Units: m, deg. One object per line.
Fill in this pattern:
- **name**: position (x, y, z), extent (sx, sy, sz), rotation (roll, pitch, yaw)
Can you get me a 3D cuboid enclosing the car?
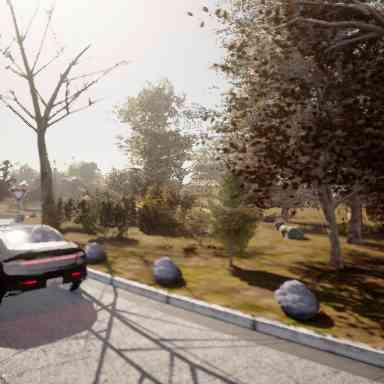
- **car**: position (-4.329, 1.516, 7.981), extent (4.902, 1.511, 2.128), rotation (-1, -1, 44)
